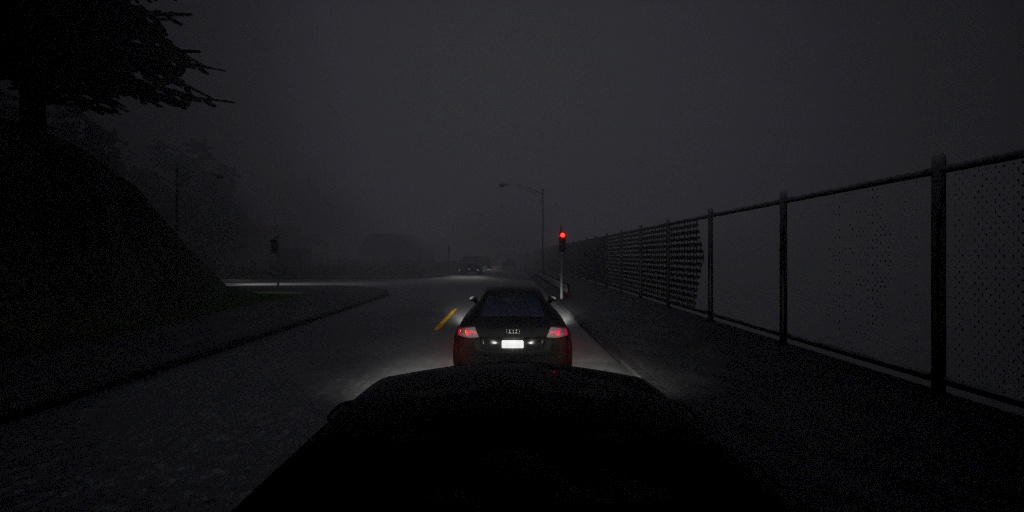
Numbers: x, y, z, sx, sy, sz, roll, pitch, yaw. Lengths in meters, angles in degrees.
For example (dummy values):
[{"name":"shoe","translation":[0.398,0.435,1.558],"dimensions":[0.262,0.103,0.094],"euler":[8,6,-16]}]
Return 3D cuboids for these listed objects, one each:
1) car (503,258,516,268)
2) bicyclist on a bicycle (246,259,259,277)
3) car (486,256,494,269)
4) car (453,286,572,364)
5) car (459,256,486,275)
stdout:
[{"name":"car","translation":[-0.379,1.102,59.673],"dimensions":[2.097,1.767,4.553],"euler":[0,0,0]},{"name":"bicyclist on a bicycle","translation":[-24.055,1.099,33.289],"dimensions":[0.582,1.620,1.656],"euler":[0,0,0]},{"name":"car","translation":[-4.551,0.967,57.469],"dimensions":[2.150,2.045,5.566],"euler":[0,1,0]},{"name":"car","translation":[0.017,1.314,7.477],"dimensions":[1.994,1.385,4.181],"euler":[0,0,0]},{"name":"car","translation":[-4.410,0.971,39.034],"dimensions":[2.150,2.045,5.566],"euler":[0,0,0]}]
